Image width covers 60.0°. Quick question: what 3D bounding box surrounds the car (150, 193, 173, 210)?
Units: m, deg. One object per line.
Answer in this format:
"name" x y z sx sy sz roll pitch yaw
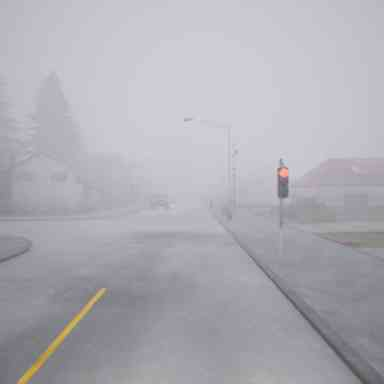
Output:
"car" -4.085 1.199 42.960 2.150 2.045 5.566 0 0 0

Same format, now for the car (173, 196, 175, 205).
"car" -4.033 1.459 60.106 2.128 1.511 4.902 0 0 1
